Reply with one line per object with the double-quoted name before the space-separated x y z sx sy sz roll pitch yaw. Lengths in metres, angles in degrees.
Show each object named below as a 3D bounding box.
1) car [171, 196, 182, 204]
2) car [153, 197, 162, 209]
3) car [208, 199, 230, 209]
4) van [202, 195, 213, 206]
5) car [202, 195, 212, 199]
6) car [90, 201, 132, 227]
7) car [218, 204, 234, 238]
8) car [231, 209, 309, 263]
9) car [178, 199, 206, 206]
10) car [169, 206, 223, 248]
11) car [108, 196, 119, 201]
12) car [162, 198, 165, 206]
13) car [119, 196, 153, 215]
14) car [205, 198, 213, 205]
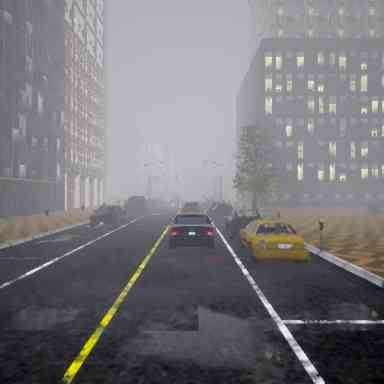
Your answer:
"car" -3.010 1.547 66.918 1.837 1.490 4.892 0 0 0
"car" -5.686 1.564 45.846 1.887 1.381 4.507 0 0 0
"car" 2.661 1.571 28.752 1.947 1.339 4.313 0 0 0
"van" 2.662 1.373 57.198 1.690 1.788 3.998 0 0 0
"car" 2.661 1.607 51.508 1.802 1.307 4.206 0 0 0
"car" -5.686 1.568 23.089 1.947 1.339 4.313 0 0 0
"car" 2.663 1.551 17.374 2.008 1.369 4.403 0 0 0
"car" 2.668 1.524 11.855 1.752 1.417 4.829 0 0 0
"car" 0.000 1.540 29.650 1.812 1.442 4.674 0 0 0
"car" 0.000 1.564 14.650 2.033 1.411 5.357 0 0 0
"car" -17.465 1.584 78.009 4.206 1.307 1.802 0 0 0
"car" -5.687 1.597 57.223 1.947 1.339 4.313 0 0 0
"car" -5.685 1.324 34.467 2.192 1.841 5.009 0 0 0
"car" 2.661 1.575 34.441 1.947 1.339 4.313 0 0 0
